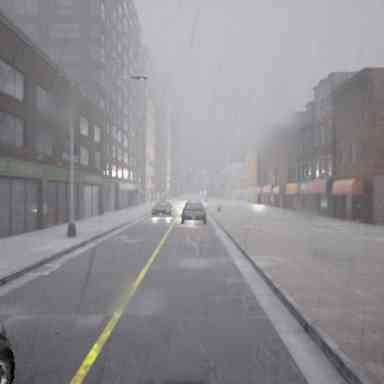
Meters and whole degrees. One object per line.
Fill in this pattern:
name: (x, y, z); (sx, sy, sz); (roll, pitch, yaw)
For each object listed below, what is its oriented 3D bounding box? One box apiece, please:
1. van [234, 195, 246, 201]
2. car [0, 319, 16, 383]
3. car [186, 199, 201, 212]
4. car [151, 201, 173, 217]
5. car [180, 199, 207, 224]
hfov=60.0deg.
van: (13.866, 1.651, 92.345); (3.998, 1.788, 1.690); (0, 0, 0)
car: (-2.849, 1.566, 1.791); (1.994, 1.385, 4.181); (0, 0, 0)
car: (0.153, 1.626, 41.640); (1.812, 1.442, 4.674); (0, 0, 0)
car: (-2.808, 1.614, 32.503); (2.033, 1.411, 5.357); (0, 0, 0)
car: (0.132, 1.543, 25.300); (2.128, 1.511, 4.902); (0, 0, 0)
